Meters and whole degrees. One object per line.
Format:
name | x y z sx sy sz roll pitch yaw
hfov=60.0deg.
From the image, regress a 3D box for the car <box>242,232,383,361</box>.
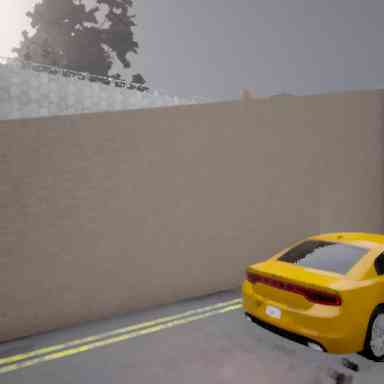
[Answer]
car | 3.133 1.474 5.991 5.008 1.535 1.882 -1 0 -35
